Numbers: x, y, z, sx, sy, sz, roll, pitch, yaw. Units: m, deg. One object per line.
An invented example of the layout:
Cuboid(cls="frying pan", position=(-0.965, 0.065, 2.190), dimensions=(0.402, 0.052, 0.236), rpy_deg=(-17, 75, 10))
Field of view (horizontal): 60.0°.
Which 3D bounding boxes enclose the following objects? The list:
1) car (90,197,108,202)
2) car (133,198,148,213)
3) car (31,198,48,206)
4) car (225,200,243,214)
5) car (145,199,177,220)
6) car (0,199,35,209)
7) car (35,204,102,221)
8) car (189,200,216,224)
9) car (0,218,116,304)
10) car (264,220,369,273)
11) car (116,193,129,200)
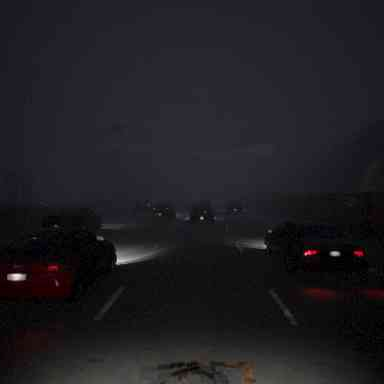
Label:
Cuboid(cls="car", position=(-18.531, 1.659, 67.589), dimensions=(1.882, 1.535, 5.008), rpy_deg=(0, 0, 2))
Cuboid(cls="car", position=(-5.509, 1.535, 39.383), dimensions=(2.097, 1.767, 4.553), rpy_deg=(0, 0, 3))
Cuboid(cls="car", position=(-25.921, 1.676, 55.135), dimensions=(2.033, 1.411, 5.357), rpy_deg=(0, 0, 3))
Cuboid(cls="car", position=(5.037, 1.769, 40.052), dimensions=(1.837, 1.490, 4.892), rpy_deg=(0, 0, 3))
Cuboid(cls="car", position=(-2.503, 1.644, 30.022), dimensions=(2.128, 1.511, 4.902), rpy_deg=(0, 0, 3))
Cuboid(cls="car", position=(-16.683, 1.616, 30.364), dimensions=(1.994, 1.385, 4.181), rpy_deg=(0, 0, 3))
Cuboid(cls="car", position=(-6.515, 1.537, 18.608), dimensions=(1.882, 1.535, 5.008), rpy_deg=(0, 0, 2))
Cuboid(cls="car", position=(0.842, 1.664, 26.752), dimensions=(1.837, 1.490, 4.892), rpy_deg=(0, 0, 3))
Cuboid(cls="car", position=(-3.270, 1.588, 8.291), dimensions=(1.994, 1.385, 4.181), rpy_deg=(0, 0, 1))
Cuboid(cls="car", position=(3.727, 1.637, 10.964), dimensions=(2.033, 1.411, 5.357), rpy_deg=(0, 0, 2))
Cuboid(cls="car", position=(-14.915, 1.137, 71.442), dimensions=(2.150, 2.045, 5.566), rpy_deg=(0, 0, 2))
